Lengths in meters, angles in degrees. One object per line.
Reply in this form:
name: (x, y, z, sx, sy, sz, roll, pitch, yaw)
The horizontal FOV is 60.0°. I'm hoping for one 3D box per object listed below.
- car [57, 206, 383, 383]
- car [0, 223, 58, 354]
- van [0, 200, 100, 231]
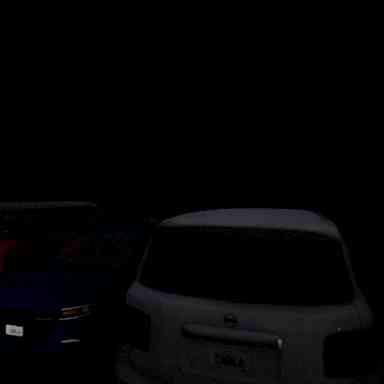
car: (0.958, 1.221, 4.765, 2.435, 2.045, 5.566, 0, -1, 15)
car: (-1.492, 1.454, 6.485, 2.097, 1.535, 5.008, 1, 0, 16)
van: (-3.966, 1.209, 8.118, 1.878, 1.987, 4.442, 1, 0, 15)
